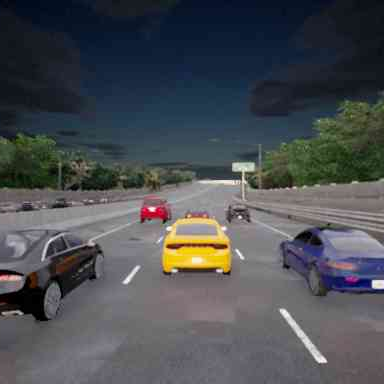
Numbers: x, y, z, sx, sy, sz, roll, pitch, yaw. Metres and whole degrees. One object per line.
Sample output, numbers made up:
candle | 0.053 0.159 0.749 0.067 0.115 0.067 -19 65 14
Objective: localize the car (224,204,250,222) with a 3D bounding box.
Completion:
car | 3.989 1.841 29.599 1.837 1.490 4.892 0 -1 2

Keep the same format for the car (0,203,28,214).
car | -20.417 1.980 39.544 2.033 1.411 5.357 0 -1 2

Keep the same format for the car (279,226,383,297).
car | 3.627 1.620 8.678 1.812 1.442 4.674 0 0 1

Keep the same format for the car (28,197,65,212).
car | -16.899 1.661 39.930 2.150 2.045 5.566 0 -1 2

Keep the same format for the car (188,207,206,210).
car | 0.449 1.918 28.093 1.895 1.301 4.718 0 -1 1

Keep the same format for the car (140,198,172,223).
car | -3.040 1.542 28.578 2.150 2.045 5.566 0 -1 1

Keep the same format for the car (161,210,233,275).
car | 0.150 1.597 10.925 1.882 1.535 5.008 0 0 1

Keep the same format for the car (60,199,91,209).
car | -13.409 1.943 39.565 1.837 1.490 4.892 0 -1 2

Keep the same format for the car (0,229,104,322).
car | -3.388 1.570 7.385 2.128 1.511 4.902 0 -1 1
